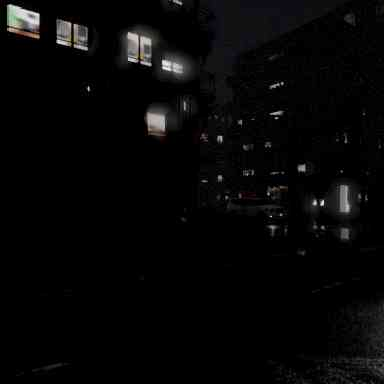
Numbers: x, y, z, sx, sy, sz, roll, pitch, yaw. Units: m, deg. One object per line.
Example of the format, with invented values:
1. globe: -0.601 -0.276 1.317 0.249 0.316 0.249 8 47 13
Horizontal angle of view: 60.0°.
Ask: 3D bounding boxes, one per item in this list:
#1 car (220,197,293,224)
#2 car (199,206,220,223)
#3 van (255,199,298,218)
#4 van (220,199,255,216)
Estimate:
1. car: 5.298 1.472 28.146 2.150 2.045 5.566 0 -1 -36
2. car: 1.738 1.875 28.655 1.802 1.307 4.206 -1 0 -36
3. van: 8.469 1.603 33.584 1.690 1.788 3.998 -1 0 -36
4. van: 5.146 1.677 38.094 1.690 1.788 3.998 -1 0 -36
